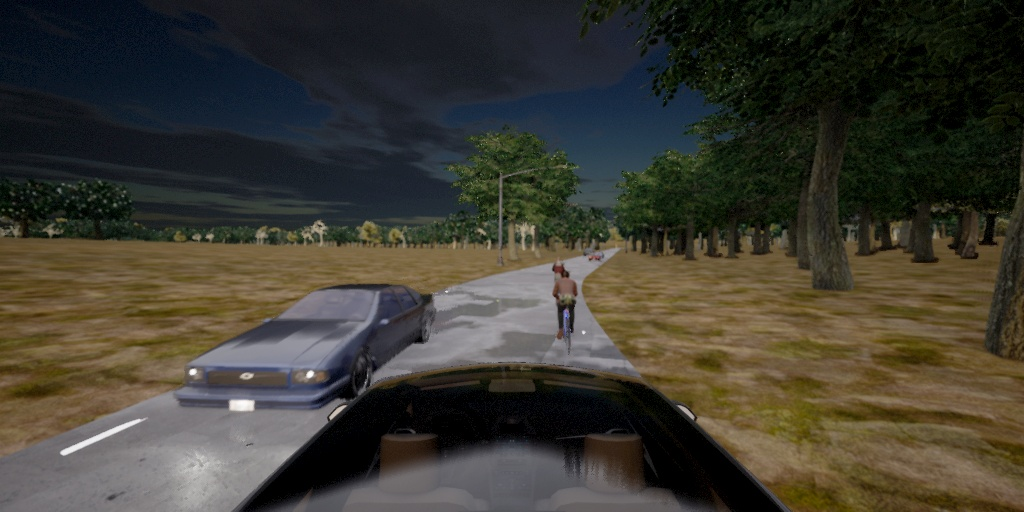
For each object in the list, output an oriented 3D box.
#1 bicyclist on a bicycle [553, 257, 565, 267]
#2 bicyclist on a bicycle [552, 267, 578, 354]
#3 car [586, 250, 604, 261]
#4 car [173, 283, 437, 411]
[{"bbox_3d":[2.114,0.923,16.175,0.659,1.776,1.843,1,1,9],"label":"bicyclist on a bicycle"},{"bbox_3d":[1.143,1.134,7.623,0.582,1.620,1.656,0,1,4],"label":"bicyclist on a bicycle"},{"bbox_3d":[14.322,0.147,61.789,1.895,1.301,4.718,1,2,17],"label":"car"},{"bbox_3d":[-2.852,1.232,6.630,2.033,1.411,5.357,0,1,3],"label":"car"}]
